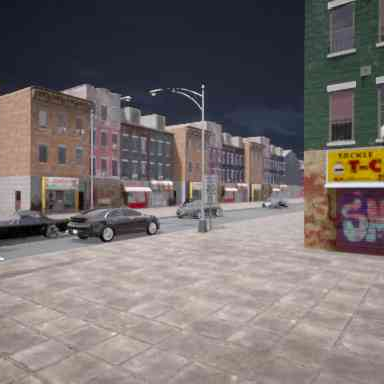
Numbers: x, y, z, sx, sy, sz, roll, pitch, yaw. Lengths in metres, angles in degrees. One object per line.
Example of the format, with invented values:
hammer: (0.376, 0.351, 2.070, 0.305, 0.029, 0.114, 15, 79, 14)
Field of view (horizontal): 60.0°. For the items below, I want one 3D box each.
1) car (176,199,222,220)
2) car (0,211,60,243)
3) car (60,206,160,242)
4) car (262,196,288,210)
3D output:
car: (0.643, 1.371, 26.990, 1.837, 1.490, 4.892, 0, 1, 36)
car: (-7.916, 1.549, 14.677, 1.895, 1.301, 4.718, 0, 0, 31)
car: (-3.586, 1.443, 16.197, 1.837, 1.490, 4.892, 0, 0, 36)
car: (10.050, 1.277, 40.070, 2.128, 1.511, 4.902, 0, 0, 36)
